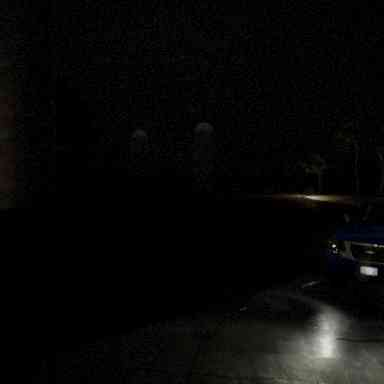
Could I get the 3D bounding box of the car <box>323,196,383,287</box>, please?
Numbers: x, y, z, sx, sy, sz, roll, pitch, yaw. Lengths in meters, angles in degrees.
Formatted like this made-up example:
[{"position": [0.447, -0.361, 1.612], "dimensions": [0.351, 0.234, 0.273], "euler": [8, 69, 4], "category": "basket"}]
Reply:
[{"position": [5.349, 1.140, 8.406], "dimensions": [2.150, 2.045, 5.566], "euler": [0, 1, 44], "category": "car"}]
